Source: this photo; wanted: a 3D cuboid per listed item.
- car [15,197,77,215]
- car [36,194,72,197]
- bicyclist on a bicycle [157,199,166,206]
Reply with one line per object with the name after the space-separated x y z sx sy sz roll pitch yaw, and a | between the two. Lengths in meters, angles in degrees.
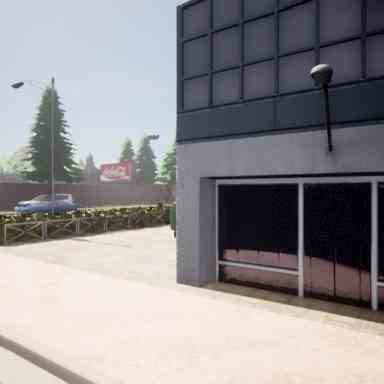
-12.520 1.475 29.129 1.882 1.535 5.008 0 0 36 | car
-14.274 1.218 32.681 2.150 2.045 5.566 0 0 36 | car
-2.266 1.300 23.719 1.656 1.620 0.582 0 0 36 | bicyclist on a bicycle
